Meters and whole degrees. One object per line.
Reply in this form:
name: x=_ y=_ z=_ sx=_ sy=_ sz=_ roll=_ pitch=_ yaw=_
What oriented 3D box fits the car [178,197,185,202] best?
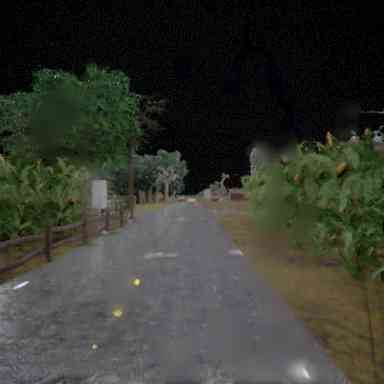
car: x=-2.783 y=1.945 z=89.513 sx=1.882 sy=1.535 sz=5.008 roll=0 pitch=-1 yaw=0

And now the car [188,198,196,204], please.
car: x=-0.031 y=2.229 z=84.921 sx=1.882 sy=1.535 sz=5.008 roll=0 pitch=-1 yaw=0
